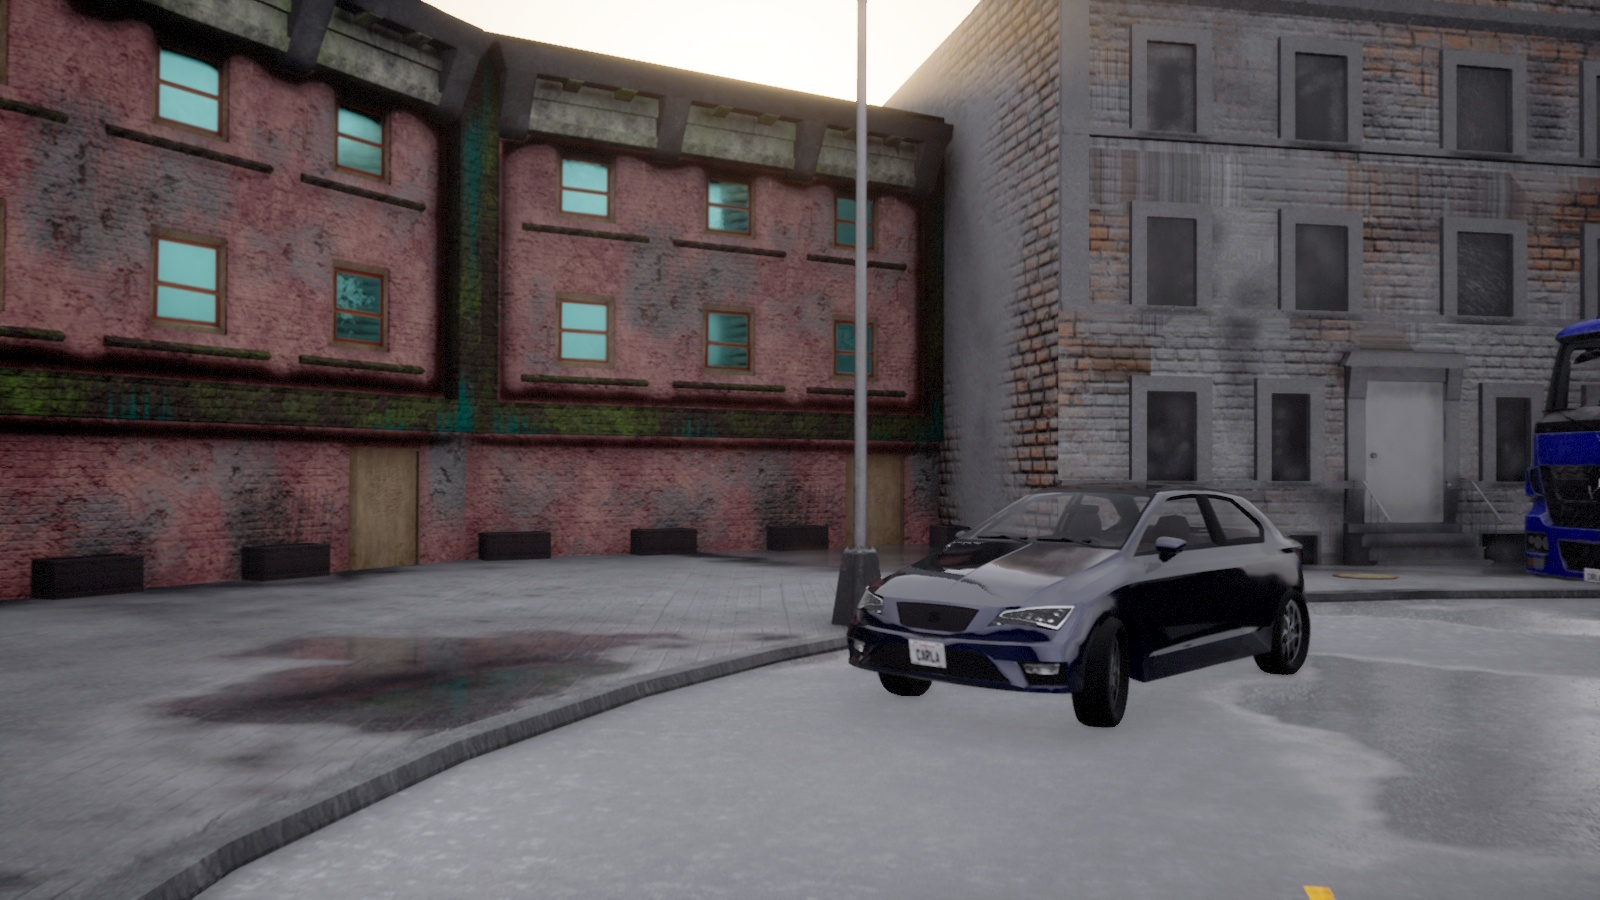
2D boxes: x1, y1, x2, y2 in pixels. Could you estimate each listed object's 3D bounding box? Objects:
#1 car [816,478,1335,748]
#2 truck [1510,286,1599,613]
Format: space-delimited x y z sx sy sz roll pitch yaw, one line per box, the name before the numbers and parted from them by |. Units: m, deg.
car | 2.200 0.958 9.179 1.816 1.474 4.193 -1 -1 43
truck | 12.441 -0.013 13.547 7.936 3.462 2.891 0 -1 -2
